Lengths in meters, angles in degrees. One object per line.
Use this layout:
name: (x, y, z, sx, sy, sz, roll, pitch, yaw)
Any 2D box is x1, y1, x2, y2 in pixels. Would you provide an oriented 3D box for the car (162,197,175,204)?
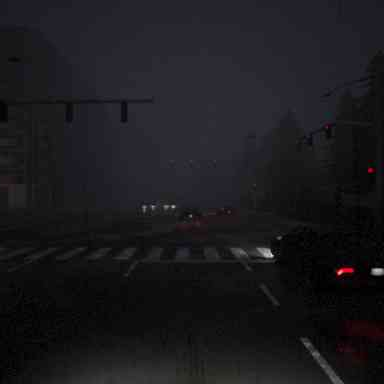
car: (-5.311, 1.810, 75.020, 2.033, 1.411, 5.357, 0, 0, -15)

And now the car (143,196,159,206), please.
car: (-7.439, 1.741, 58.781, 1.812, 1.442, 4.674, 0, 0, 0)

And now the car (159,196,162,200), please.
car: (-8.678, 1.749, 74.066, 1.882, 1.535, 5.008, 0, 0, -15)

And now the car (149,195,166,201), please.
car: (-9.385, 1.705, 90.459, 2.128, 1.511, 4.902, 0, 0, -41)

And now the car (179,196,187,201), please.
car: (-3.870, 1.830, 81.349, 2.033, 1.411, 5.357, 0, 0, -26)

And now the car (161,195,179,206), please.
car: (-3.954, 1.779, 60.037, 1.994, 1.385, 4.181, 0, 0, 0)

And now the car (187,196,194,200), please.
car: (-1.137, 1.795, 83.775, 1.837, 1.490, 4.892, 0, 0, -26)

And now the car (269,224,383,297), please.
car: (3.534, 1.575, 8.834, 2.033, 1.411, 5.357, 0, 0, 0)

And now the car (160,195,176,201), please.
car: (-6.612, 1.681, 92.595, 1.837, 1.490, 4.892, 0, 0, -41)

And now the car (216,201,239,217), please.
car: (3.378, 1.637, 32.671, 1.812, 1.442, 4.674, 0, 0, 0)

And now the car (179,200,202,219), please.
car: (-0.110, 1.719, 30.043, 1.895, 1.301, 4.718, -1, 0, 0)
